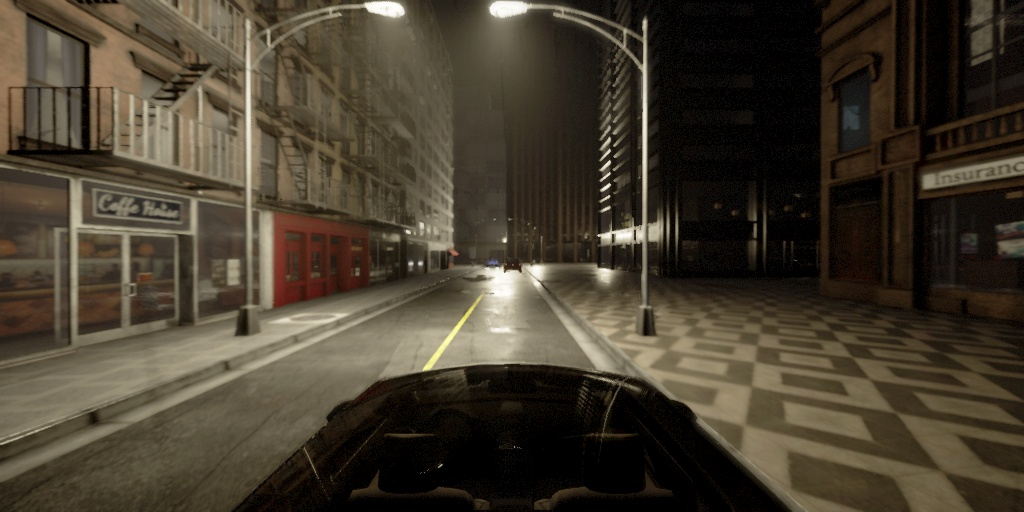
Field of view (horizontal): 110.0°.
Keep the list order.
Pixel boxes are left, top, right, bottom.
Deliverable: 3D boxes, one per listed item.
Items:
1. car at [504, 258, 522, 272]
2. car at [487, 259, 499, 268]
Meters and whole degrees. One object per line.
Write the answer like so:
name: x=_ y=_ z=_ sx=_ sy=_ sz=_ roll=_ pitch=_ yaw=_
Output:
car: x=0.087 y=1.012 z=43.119 sx=2.097 sy=1.767 sz=4.553 roll=0 pitch=0 yaw=0
car: x=-3.058 y=1.144 z=57.827 sx=1.812 sy=1.442 sz=4.674 roll=0 pitch=0 yaw=1
